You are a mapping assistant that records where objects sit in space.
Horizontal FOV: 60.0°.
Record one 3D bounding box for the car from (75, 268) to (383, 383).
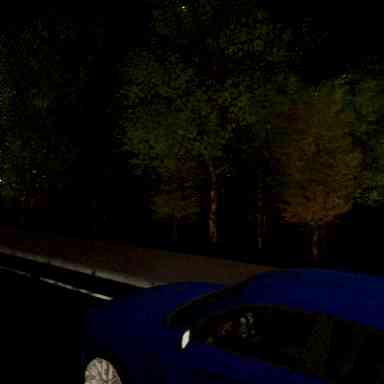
[{"bbox_3d":[1.015,1.466,2.961,5.008,1.535,1.882,1,1,35],"label":"car"}]
